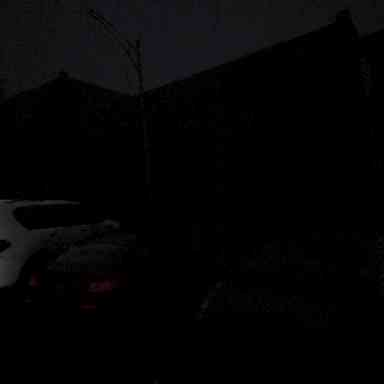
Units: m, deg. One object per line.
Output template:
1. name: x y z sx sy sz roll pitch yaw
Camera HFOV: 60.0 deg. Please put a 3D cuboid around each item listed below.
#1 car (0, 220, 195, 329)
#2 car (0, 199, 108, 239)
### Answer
1. car: -1.285 1.476 6.847 2.002 1.452 4.674 0 0 15
2. car: -3.753 1.192 8.612 2.435 2.045 5.566 0 0 15
